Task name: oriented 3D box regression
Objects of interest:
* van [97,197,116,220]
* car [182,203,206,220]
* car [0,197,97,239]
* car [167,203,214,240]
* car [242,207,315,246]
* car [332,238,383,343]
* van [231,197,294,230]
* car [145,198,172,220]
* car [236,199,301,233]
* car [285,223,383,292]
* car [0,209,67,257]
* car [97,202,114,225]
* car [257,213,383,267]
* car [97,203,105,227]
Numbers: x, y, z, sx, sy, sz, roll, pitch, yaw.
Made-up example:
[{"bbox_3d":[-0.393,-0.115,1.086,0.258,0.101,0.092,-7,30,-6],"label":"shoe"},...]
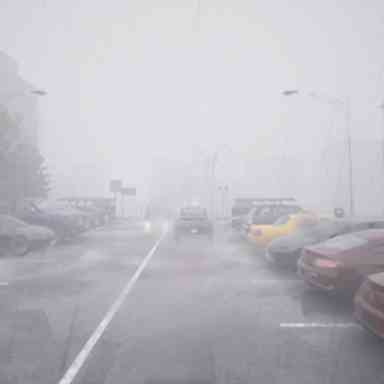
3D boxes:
[{"bbox_3d":[-7.785,1.362,23.718,4.442,1.987,1.878,0,-1,0],"label":"van"},{"bbox_3d":[0.279,1.875,32.384,2.128,1.511,4.902,0,-2,3],"label":"car"},{"bbox_3d":[-7.633,1.255,15.362,5.566,2.045,2.435,0,0,0],"label":"car"},{"bbox_3d":[0.085,1.524,17.125,2.128,1.511,4.902,0,0,0],"label":"car"},{"bbox_3d":[4.856,1.498,12.717,5.366,1.575,1.946,0,0,0],"label":"car"},{"bbox_3d":[4.674,1.527,4.469,4.674,1.452,2.002,0,0,0],"label":"car"},{"bbox_3d":[4.780,1.317,21.202,4.442,1.987,1.878,0,-1,0],"label":"van"},{"bbox_3d":[-3.030,1.554,31.039,2.150,2.045,5.566,0,-2,0],"label":"car"},{"bbox_3d":[4.637,1.380,15.636,4.553,1.767,2.185,0,0,0],"label":"car"},{"bbox_3d":[4.672,1.532,7.136,4.674,1.452,2.002,0,0,0],"label":"car"},{"bbox_3d":[-7.630,1.531,12.568,4.792,1.488,2.163,0,0,0],"label":"car"},{"bbox_3d":[-7.696,1.570,20.928,4.792,1.488,2.163,0,-1,0],"label":"car"},{"bbox_3d":[4.644,1.526,9.925,4.792,1.488,2.163,0,0,0],"label":"car"},{"bbox_3d":[-7.663,1.515,18.096,5.008,1.535,2.097,0,0,0],"label":"car"}]
